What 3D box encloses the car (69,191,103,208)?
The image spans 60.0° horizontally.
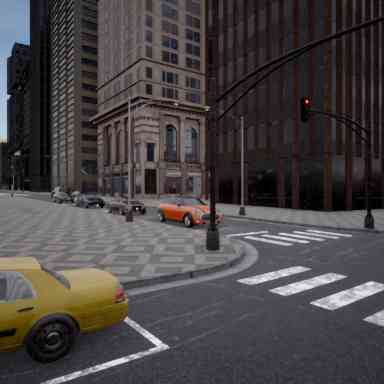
[{"bbox_3d":[-10.834,0.892,34.937,2.033,1.411,5.357,0,1,-35],"label":"car"}]

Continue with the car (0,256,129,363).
[{"bbox_3d":[-3.261,1.525,4.323,4.829,1.417,1.752,0,0,-35],"label":"car"}]

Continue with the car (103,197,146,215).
[{"bbox_3d":[-5.412,1.087,27.353,1.994,1.385,4.181,0,1,-36],"label":"car"}]

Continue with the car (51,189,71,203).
[{"bbox_3d":[-16.670,0.661,43.144,1.837,1.490,4.892,0,1,-36],"label":"car"}]

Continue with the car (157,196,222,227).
[{"bbox_3d":[-0.218,1.049,20.093,2.097,1.767,4.553,0,1,-36],"label":"car"}]

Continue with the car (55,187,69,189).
[{"bbox_3d":[-21.924,0.132,55.759,2.150,2.045,5.566,0,1,-36],"label":"car"}]
